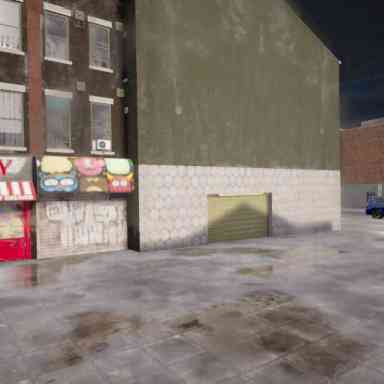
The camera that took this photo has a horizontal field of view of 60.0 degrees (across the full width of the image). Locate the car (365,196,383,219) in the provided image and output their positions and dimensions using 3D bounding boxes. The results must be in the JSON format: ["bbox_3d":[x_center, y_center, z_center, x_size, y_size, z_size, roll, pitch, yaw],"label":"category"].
[{"bbox_3d":[17.561,1.336,27.877,2.150,2.045,5.566,-1,0,-35],"label":"car"}]
